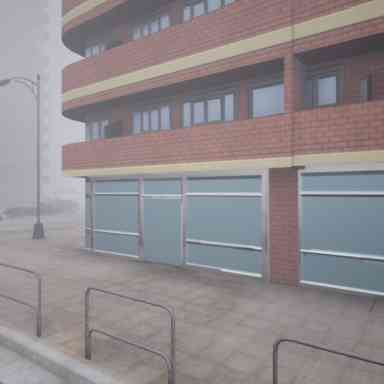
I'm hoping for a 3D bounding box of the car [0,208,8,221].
[{"bbox_3d":[-15.459,1.547,21.779,2.033,1.411,5.357,0,0,36],"label":"car"}]

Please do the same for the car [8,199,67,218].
[{"bbox_3d":[-14.121,1.601,29.910,1.895,1.301,4.718,0,0,36],"label":"car"}]

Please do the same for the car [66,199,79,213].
[{"bbox_3d":[-14.405,1.505,35.446,1.837,1.490,4.892,0,0,36],"label":"car"}]
